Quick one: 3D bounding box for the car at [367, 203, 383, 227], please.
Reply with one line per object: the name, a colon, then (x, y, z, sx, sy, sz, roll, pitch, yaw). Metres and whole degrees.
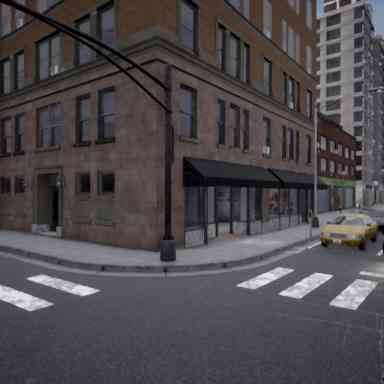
car: (13.803, 1.542, 23.540, 1.752, 1.417, 4.829, 0, 0, 37)

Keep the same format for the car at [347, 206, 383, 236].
car: (10.486, 1.583, 19.173, 1.947, 1.339, 4.313, 0, 0, 37)

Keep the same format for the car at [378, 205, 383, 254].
car: (8.394, 1.372, 11.941, 2.097, 1.767, 4.553, 0, 0, 39)

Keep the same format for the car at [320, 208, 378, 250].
car: (6.962, 1.543, 14.534, 1.752, 1.417, 4.829, 0, 0, 37)
